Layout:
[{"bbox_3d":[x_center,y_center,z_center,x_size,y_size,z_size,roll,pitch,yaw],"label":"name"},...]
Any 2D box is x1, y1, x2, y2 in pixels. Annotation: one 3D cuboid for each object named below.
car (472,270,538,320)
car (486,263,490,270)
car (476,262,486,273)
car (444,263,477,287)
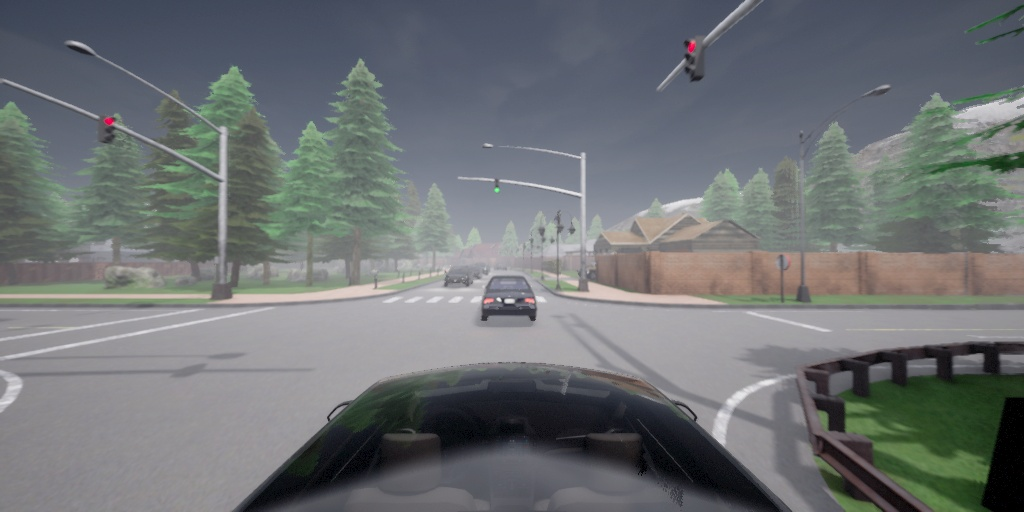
[{"bbox_3d":[-0.143,1.406,13.098,2.033,1.411,5.357,0,-1,-1],"label":"car"},{"bbox_3d":[-4.151,1.602,46.965,2.097,1.767,4.553,0,-1,0],"label":"car"},{"bbox_3d":[-4.106,1.642,37.273,1.837,1.490,4.892,0,-1,0],"label":"car"},{"bbox_3d":[-4.043,1.531,27.807,1.837,1.490,4.892,0,-1,0],"label":"car"}]
